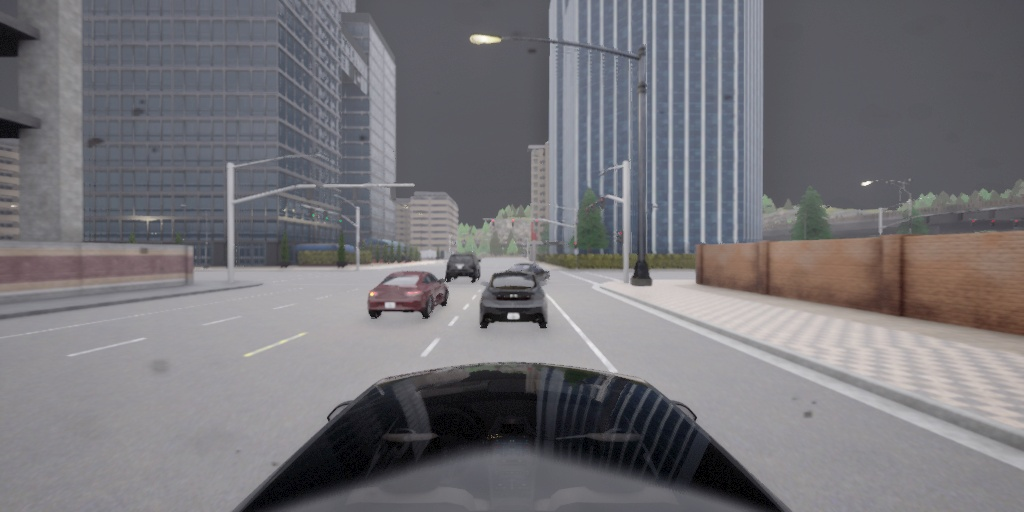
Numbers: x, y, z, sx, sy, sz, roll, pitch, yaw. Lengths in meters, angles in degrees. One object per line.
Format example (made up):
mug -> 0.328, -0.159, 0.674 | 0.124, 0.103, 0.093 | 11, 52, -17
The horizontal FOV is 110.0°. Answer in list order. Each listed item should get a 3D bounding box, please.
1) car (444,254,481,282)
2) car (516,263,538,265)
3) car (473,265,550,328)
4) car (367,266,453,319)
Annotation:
car -> -3.627, 0.846, 27.305 | 2.150, 2.045, 5.566 | 0, 1, -1
car -> 1.082, 1.184, 24.534 | 2.033, 1.411, 5.357 | 0, 0, 21
car -> 0.053, 1.209, 11.225 | 1.837, 1.490, 4.892 | 0, 1, 0
car -> -3.440, 1.223, 12.463 | 1.812, 1.442, 4.674 | 0, 0, 0
